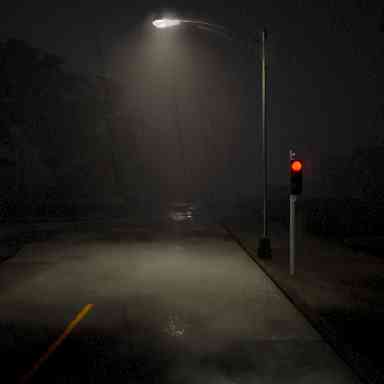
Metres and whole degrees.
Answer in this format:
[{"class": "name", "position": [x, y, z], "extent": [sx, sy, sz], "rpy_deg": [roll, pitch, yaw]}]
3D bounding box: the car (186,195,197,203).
[{"class": "car", "position": [-0.073, 1.525, 67.501], "extent": [1.812, 1.442, 4.674], "rpy_deg": [0, 0, 0]}]

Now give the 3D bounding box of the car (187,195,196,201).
[{"class": "car", "position": [-0.084, 1.427, 77.535], "extent": [1.895, 1.301, 4.718], "rpy_deg": [0, 0, 0]}]
